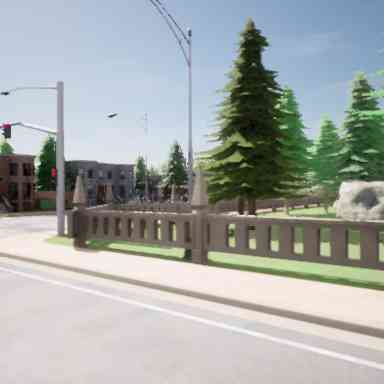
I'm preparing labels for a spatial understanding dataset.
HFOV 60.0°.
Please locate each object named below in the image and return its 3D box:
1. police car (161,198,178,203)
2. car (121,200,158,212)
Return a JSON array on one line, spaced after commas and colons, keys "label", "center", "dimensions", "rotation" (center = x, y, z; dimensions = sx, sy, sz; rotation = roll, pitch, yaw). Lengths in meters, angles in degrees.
[{"label": "police car", "center": [-3.156, 1.759, 48.970], "dimensions": [2.038, 1.542, 4.974], "rotation": [-1, 0, 35]}, {"label": "car", "center": [-6.589, 1.732, 38.239], "dimensions": [1.837, 1.490, 4.892], "rotation": [-1, 0, 36]}]
